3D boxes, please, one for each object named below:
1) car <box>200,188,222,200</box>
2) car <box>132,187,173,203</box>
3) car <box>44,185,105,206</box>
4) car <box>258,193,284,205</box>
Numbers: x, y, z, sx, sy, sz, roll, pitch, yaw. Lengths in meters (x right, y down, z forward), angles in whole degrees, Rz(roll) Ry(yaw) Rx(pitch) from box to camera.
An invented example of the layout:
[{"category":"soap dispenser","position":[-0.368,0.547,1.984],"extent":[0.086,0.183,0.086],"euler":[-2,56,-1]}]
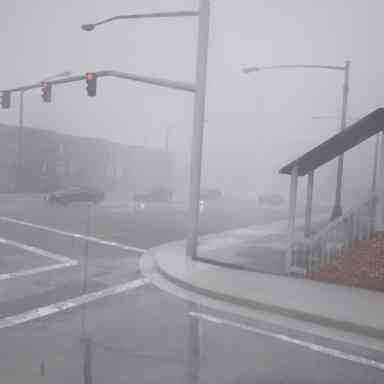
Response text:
[{"category":"car","position":[1.986,0.242,42.304],"extent":[1.837,1.490,4.892],"euler":[5,3,36]},{"category":"car","position":[-3.952,0.238,34.088],"extent":[1.837,1.490,4.892],"euler":[5,3,36]},{"category":"car","position":[-9.294,0.222,26.674],"extent":[2.128,1.511,4.902],"euler":[5,3,36]},{"category":"car","position":[9.681,0.784,40.742],"extent":[1.994,1.385,4.181],"euler":[5,3,36]}]
